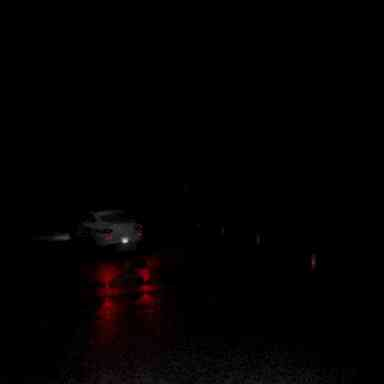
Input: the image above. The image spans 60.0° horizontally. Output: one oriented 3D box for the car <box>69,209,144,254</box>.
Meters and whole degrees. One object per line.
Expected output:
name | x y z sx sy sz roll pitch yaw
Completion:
car | -3.401 1.377 12.990 1.812 1.442 4.674 -3 1 -31
